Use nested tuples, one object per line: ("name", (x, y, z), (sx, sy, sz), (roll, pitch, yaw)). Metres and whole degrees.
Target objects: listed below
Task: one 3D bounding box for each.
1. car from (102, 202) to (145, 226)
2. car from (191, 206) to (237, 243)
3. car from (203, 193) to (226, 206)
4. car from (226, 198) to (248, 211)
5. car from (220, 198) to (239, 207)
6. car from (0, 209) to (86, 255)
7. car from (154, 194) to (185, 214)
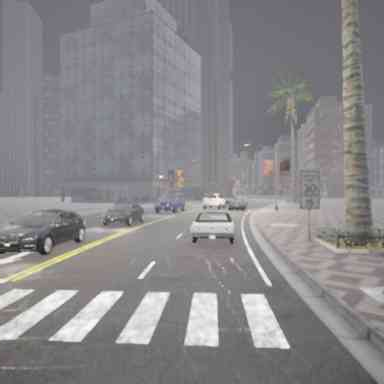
("car", (-4.686, 1.477, 23.378), (1.837, 1.490, 4.892), (0, 0, 8))
("car", (1.093, 1.592, 16.168), (1.895, 1.301, 4.718), (0, 0, 6))
("car", (2.930, 1.204, 43.500), (2.150, 2.045, 5.566), (0, 0, 16))
("car", (5.739, 1.557, 40.741), (1.994, 1.385, 4.181), (0, 0, 15))
("car", (6.160, 1.588, 53.682), (1.895, 1.301, 4.718), (0, 0, 21))
("car", (-5.857, 1.482, 13.326), (1.837, 1.490, 4.892), (0, 0, 5))
("car", (-2.284, 1.193, 36.213), (2.150, 2.045, 5.566), (0, 0, 14))
